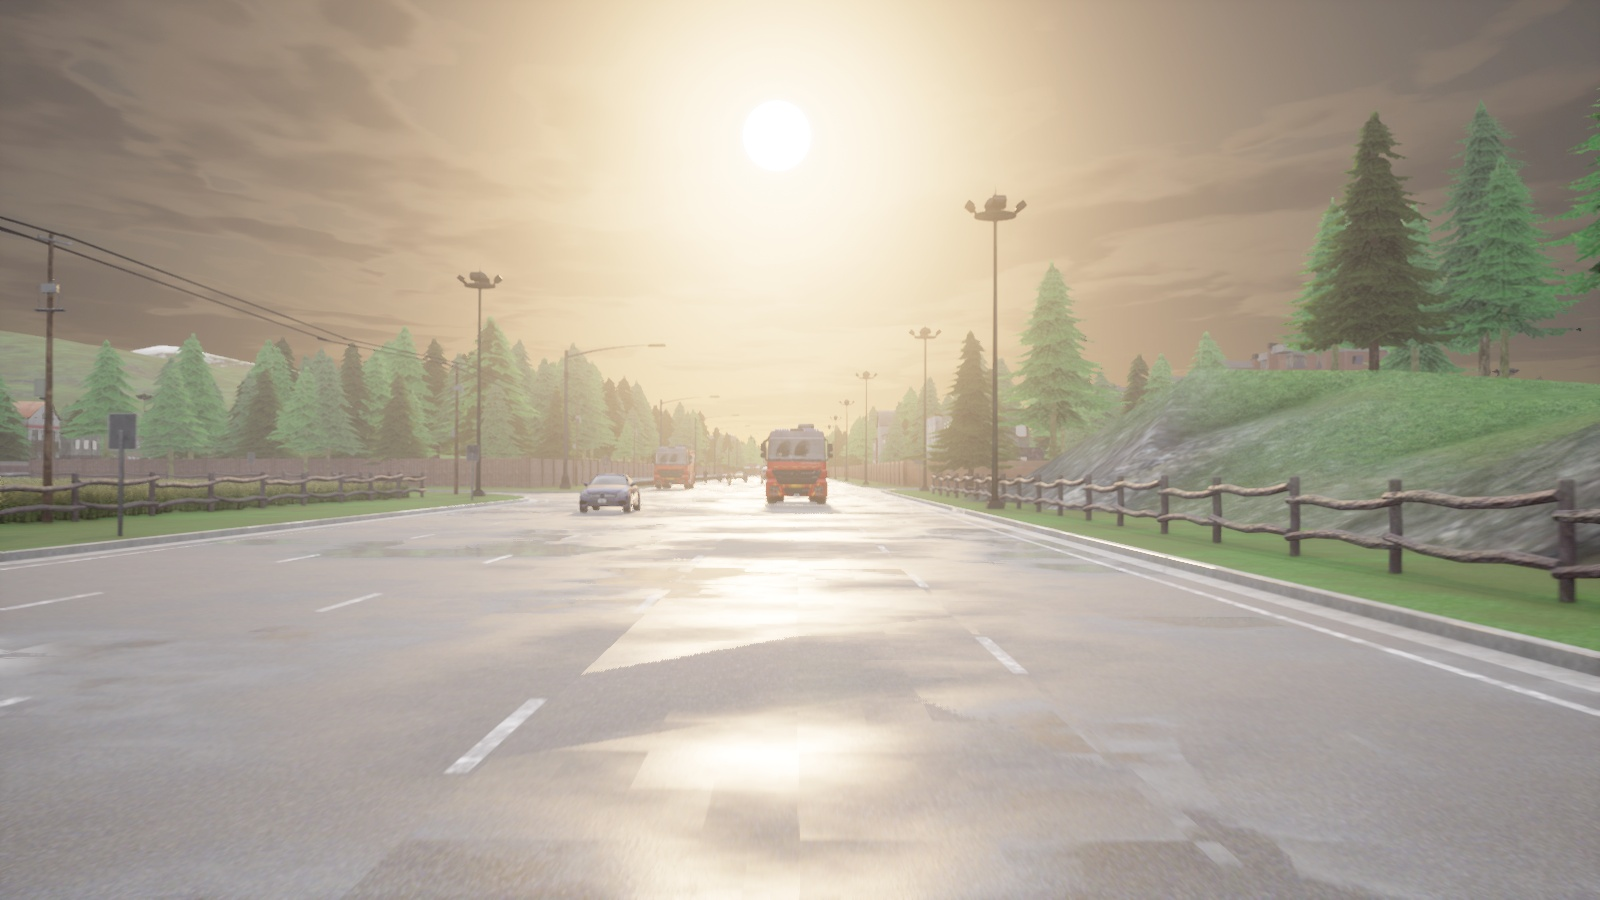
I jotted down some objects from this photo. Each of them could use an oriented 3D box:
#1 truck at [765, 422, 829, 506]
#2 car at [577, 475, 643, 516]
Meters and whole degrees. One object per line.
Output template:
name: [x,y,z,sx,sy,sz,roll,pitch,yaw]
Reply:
truck: [-0.153,0.702,61.523,2.891,3.827,8.468,0,-1,0]
car: [-7.114,1.679,47.413,1.812,1.442,4.674,0,-1,0]
